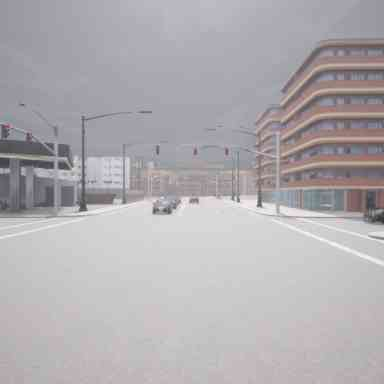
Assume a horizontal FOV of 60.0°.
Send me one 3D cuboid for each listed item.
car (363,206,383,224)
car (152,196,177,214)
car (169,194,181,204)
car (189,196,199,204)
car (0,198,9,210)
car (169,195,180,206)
[{"bbox_3d":[14.724,1.352,23.642,4.553,1.767,2.097,0,0,1],"label":"car"},{"bbox_3d":[-3.074,1.491,35.193,2.128,1.511,4.902,0,0,0],"label":"car"},{"bbox_3d":[-3.204,1.352,65.083,2.097,1.767,4.553,0,0,0],"label":"car"},{"bbox_3d":[0.435,1.525,65.786,1.812,1.442,4.674,0,0,0],"label":"car"},{"bbox_3d":[-23.941,1.456,39.386,3.806,1.475,1.970,0,0,1],"label":"car"},{"bbox_3d":[-3.131,1.352,44.911,2.097,1.767,4.553,0,0,0],"label":"car"}]
